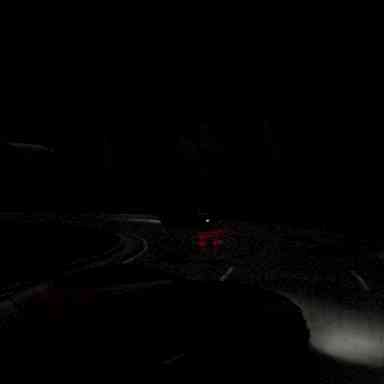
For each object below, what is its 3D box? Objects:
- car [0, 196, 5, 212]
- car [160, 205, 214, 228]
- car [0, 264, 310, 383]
[{"bbox_3d":[-24.540,1.374,39.195,5.566,2.045,2.150,0,0,25],"label":"car"},{"bbox_3d":[-0.465,1.659,23.633,2.128,1.511,4.902,1,-1,-37],"label":"car"},{"bbox_3d":[-0.549,1.548,3.553,4.674,1.442,1.812,1,0,-43],"label":"car"}]
